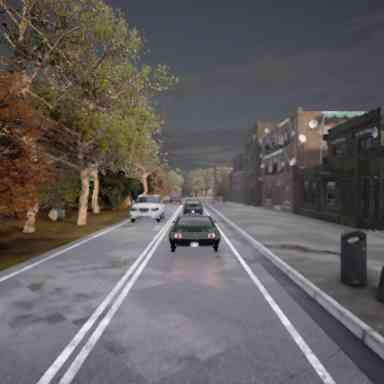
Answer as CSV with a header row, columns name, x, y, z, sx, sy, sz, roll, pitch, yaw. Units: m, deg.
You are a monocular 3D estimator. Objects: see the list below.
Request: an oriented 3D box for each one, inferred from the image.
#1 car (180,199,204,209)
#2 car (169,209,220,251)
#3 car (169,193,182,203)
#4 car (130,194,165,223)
name,x,y,z,sx,sy,sz,roll,pitch,yaw
car,0.091,1.491,32.047,1.837,1.490,4.892,0,0,0
car,0.096,1.598,14.166,1.895,1.301,4.718,0,0,0
car,-3.307,1.233,67.322,2.150,2.045,5.566,0,0,0
car,-3.356,1.212,25.911,2.150,2.045,5.566,0,0,0
